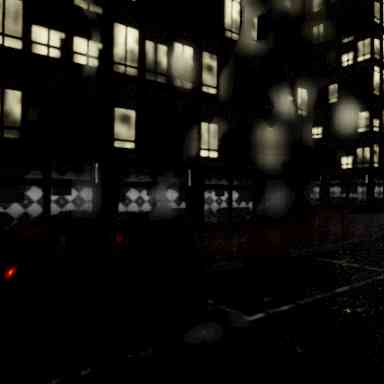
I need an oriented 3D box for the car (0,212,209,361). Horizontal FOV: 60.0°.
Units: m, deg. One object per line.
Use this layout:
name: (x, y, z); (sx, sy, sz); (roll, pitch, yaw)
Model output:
car: (-2.017, 1.307, 5.098); (5.009, 1.841, 2.192); (0, 1, -35)
